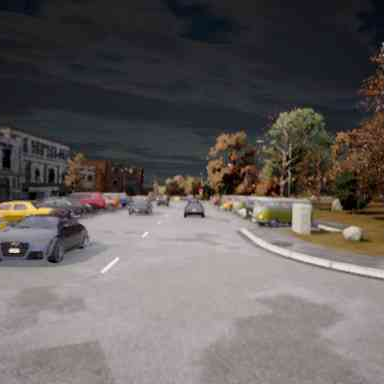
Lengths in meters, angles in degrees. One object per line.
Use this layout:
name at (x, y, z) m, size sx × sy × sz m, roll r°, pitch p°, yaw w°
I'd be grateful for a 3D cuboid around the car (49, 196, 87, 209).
car at (-11.311, 1.310, 26.980) m, size 4.892 × 1.521 × 2.231 m, roll 1°, pitch 0°, yaw -20°

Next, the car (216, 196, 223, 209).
car at (6.390, 1.763, 44.395) m, size 5.366 × 1.575 × 1.946 m, roll 2°, pitch 0°, yaw -20°

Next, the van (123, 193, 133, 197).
van at (-11.124, 1.177, 47.559) m, size 4.442 × 1.987 × 1.878 m, roll 1°, pitch -1°, yaw -20°

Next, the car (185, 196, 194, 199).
car at (0.270, 1.796, 57.213) m, size 1.994 × 1.385 × 4.181 m, roll 1°, pitch 0°, yaw 1°

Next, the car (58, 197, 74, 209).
car at (-11.299, 1.331, 24.053) m, size 4.792 × 1.488 × 2.163 m, roll 0°, pitch 0°, yaw -20°

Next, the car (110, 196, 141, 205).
car at (-11.204, 1.462, 56.314) m, size 4.892 × 1.521 × 2.231 m, roll 1°, pitch -1°, yaw -20°

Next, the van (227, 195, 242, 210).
van at (6.427, 1.499, 35.584) m, size 4.442 × 1.987 × 1.878 m, roll 2°, pitch 0°, yaw -20°

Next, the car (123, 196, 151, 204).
car at (-11.322, 1.541, 67.982) m, size 5.366 × 1.575 × 1.946 m, roll 1°, pitch 0°, yaw -20°

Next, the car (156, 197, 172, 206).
car at (-4.787, 1.659, 55.957) m, size 2.033 × 1.411 × 5.357 m, roll 1°, pitch 0°, yaw 0°

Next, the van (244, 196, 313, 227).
van at (6.377, 1.460, 23.808) m, size 4.442 × 1.987 × 1.878 m, roll 2°, pitch 0°, yaw -20°

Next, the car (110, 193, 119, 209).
car at (-11.239, 1.228, 38.721) m, size 4.553 × 1.767 × 2.185 m, roll 1°, pitch 0°, yaw -20°

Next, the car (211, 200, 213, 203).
car at (6.661, 1.921, 62.138) m, size 4.792 × 1.488 × 2.163 m, roll 2°, pitch -1°, yaw -20°

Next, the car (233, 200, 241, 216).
car at (6.507, 1.746, 29.736) m, size 4.674 × 1.452 × 2.002 m, roll 2°, pitch 0°, yaw -20°

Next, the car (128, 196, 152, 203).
car at (-11.141, 1.607, 70.985) m, size 4.674 × 1.452 × 2.002 m, roll 1°, pitch -1°, yaw -20°

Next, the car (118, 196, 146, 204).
car at (-11.184, 1.504, 62.186) m, size 4.892 × 1.521 × 2.231 m, roll 1°, pitch -1°, yaw -20°

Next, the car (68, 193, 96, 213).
car at (-11.338, 1.191, 29.911) m, size 4.553 × 1.767 × 2.185 m, roll 1°, pitch 0°, yaw -20°

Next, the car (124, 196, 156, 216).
car at (-4.974, 1.485, 32.686) m, size 1.837 × 1.490 × 4.892 m, roll 1°, pitch 0°, yaw 0°

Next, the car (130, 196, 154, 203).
car at (-11.133, 1.589, 73.918) m, size 4.892 × 1.521 × 2.231 m, roll 1°, pitch -1°, yaw -20°

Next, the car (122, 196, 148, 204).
car at (-11.165, 1.564, 65.116) m, size 4.674 × 1.452 × 2.002 m, roll 1°, pitch -1°, yaw -20°

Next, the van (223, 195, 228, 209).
van at (6.668, 1.535, 41.559) m, size 4.442 × 1.987 × 1.878 m, roll 2°, pitch -1°, yaw -20°

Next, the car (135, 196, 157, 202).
car at (-11.099, 1.632, 79.781) m, size 4.892 × 1.521 × 2.231 m, roll 1°, pitch 0°, yaw -20°

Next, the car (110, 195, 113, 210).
car at (-11.285, 1.381, 35.783) m, size 4.674 × 1.452 × 2.002 m, roll 1°, pitch -1°, yaw -20°

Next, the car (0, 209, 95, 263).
car at (-5.064, 1.489, 11.497) m, size 1.994 × 1.385 × 4.181 m, roll 1°, pitch 0°, yaw 0°

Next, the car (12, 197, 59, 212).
car at (-11.517, 1.289, 21.049) m, size 5.366 × 1.575 × 1.946 m, roll 0°, pitch 0°, yaw -20°

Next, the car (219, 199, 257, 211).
car at (6.568, 1.790, 47.405) m, size 4.892 × 1.521 × 2.231 m, roll 2°, pitch -1°, yaw -20°

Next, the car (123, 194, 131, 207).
car at (-11.239, 1.384, 44.580) m, size 5.008 × 1.535 × 2.097 m, roll 1°, pitch 0°, yaw -20°

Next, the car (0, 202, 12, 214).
car at (-11.543, 1.276, 15.188) m, size 5.366 × 1.575 × 1.946 m, roll 0°, pitch 0°, yaw -20°

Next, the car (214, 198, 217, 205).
car at (6.626, 1.858, 53.303) m, size 4.792 × 1.488 × 2.163 m, roll 2°, pitch -1°, yaw -20°

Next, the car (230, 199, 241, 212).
car at (6.516, 1.757, 32.681) m, size 4.674 × 1.452 × 2.002 m, roll 2°, pitch 0°, yaw -20°

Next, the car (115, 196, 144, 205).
car at (-11.159, 1.512, 59.260) m, size 4.792 × 1.488 × 2.163 m, roll 1°, pitch -1°, yaw -20°

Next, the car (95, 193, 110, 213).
car at (-11.318, 1.077, 32.835) m, size 5.566 × 2.045 × 2.435 m, roll 1°, pitch 0°, yaw -20°

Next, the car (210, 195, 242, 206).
car at (6.631, 1.660, 65.058) m, size 5.566 × 2.045 × 2.435 m, roll 2°, pitch 0°, yaw -20°

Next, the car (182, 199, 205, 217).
car at (0.217, 1.658, 32.735) m, size 1.994 × 1.385 × 4.181 m, roll 1°, pitch 0°, yaw 0°

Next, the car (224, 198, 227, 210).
car at (6.534, 1.781, 38.575) m, size 4.674 × 1.452 × 2.002 m, roll 2°, pitch -1°, yaw -20°

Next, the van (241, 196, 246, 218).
van at (6.606, 1.476, 26.840) m, size 4.442 × 1.987 × 1.878 m, roll 2°, pitch 0°, yaw -20°

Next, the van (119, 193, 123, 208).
van at (-11.364, 1.142, 41.604) m, size 4.442 × 1.987 × 1.878 m, roll 1°, pitch 0°, yaw -20°

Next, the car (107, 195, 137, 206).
car at (-11.239, 1.314, 53.375) m, size 4.553 × 1.767 × 2.185 m, roll 1°, pitch -1°, yaw -20°
